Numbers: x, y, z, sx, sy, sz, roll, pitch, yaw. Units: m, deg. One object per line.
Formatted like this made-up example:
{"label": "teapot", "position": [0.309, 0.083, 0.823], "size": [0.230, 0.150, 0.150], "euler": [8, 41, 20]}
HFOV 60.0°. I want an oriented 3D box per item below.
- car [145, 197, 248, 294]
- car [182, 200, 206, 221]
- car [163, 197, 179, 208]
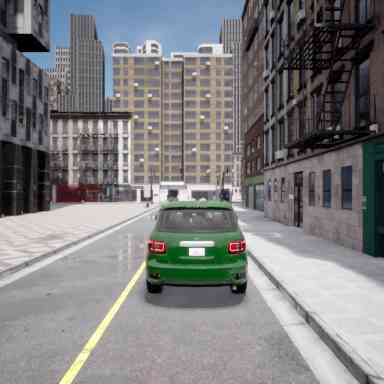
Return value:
{"label": "car", "position": [0.118, 1.220, 8.955], "size": [2.150, 2.045, 5.566], "euler": [0, 0, 1]}
{"label": "car", "position": [0.178, 1.488, 28.135], "size": [1.837, 1.490, 4.892], "euler": [0, 0, 0]}
{"label": "car", "position": [-2.909, 1.459, 47.114], "size": [1.837, 1.490, 4.892], "euler": [0, 0, 1]}
